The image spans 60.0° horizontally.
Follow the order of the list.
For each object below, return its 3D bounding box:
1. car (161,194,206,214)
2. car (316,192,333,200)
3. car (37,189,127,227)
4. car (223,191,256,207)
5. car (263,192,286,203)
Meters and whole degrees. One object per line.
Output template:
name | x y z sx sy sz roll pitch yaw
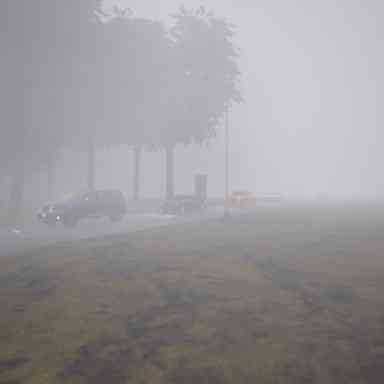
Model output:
car | -0.639 0.963 28.436 1.837 1.490 4.892 1 2 35
car | 22.193 0.619 55.505 1.895 1.301 4.718 1 1 35
car | -6.439 0.858 20.230 2.150 2.045 5.566 1 2 34
car | 5.325 0.644 36.816 2.097 1.767 4.553 1 2 35
car | 11.296 0.672 45.152 1.812 1.442 4.674 1 2 36
